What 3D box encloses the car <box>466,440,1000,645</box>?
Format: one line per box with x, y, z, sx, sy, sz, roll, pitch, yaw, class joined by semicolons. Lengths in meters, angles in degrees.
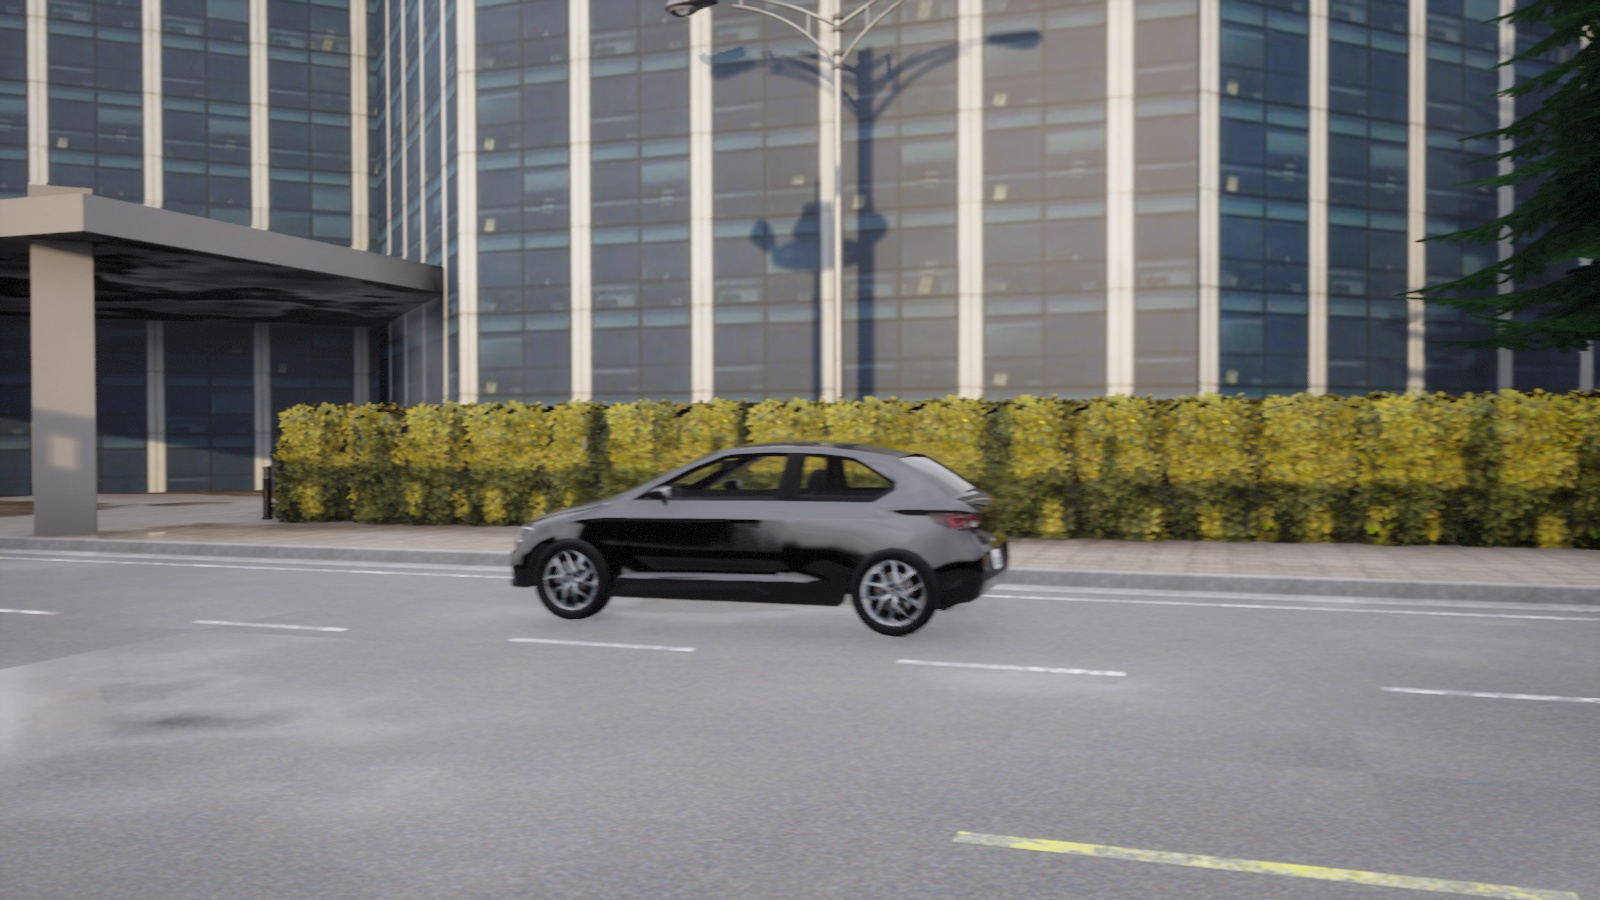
-0.535;0.666;10.756;4.193;1.474;1.816;1;1;19;car
